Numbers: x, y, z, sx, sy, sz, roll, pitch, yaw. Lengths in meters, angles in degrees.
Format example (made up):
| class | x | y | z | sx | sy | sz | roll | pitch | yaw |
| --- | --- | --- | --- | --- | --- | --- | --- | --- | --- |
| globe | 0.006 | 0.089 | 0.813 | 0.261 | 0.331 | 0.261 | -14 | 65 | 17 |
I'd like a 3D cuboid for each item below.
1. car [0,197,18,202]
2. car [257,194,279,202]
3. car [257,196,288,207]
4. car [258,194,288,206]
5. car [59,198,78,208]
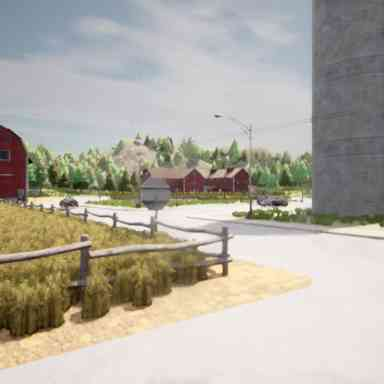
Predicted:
| class | x | y | z | sx | sy | sz | roll | pitch | yaw |
| --- | --- | --- | --- | --- | --- | --- | --- | --- | --- |
| car | -32.794 | 1.562 | 58.118 | 4.181 | 1.385 | 1.994 | 0 | 0 | -4 |
| car | 16.628 | 1.305 | 73.322 | 1.932 | 1.855 | 4.605 | 0 | 0 | -36 |
| car | 13.132 | 1.476 | 54.352 | 2.242 | 1.667 | 4.611 | 0 | 0 | -36 |
| car | 11.907 | 1.488 | 48.321 | 4.902 | 1.511 | 2.128 | 0 | 0 | -36 |
| car | -17.832 | 1.524 | 48.123 | 1.812 | 1.442 | 4.674 | 0 | 0 | -35 |
